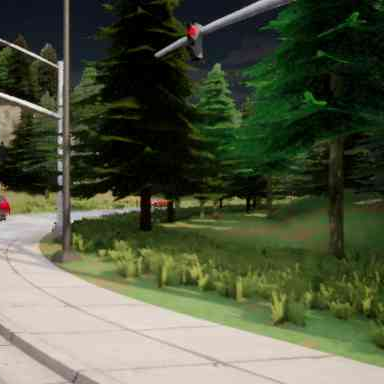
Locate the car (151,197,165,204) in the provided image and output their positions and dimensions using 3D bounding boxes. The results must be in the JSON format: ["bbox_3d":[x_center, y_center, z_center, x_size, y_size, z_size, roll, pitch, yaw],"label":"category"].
[{"bbox_3d":[-4.985,1.344,45.922,2.097,1.767,4.553,0,0,40],"label":"car"}]

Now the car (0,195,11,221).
[{"bbox_3d":[-15.944,1.213,24.487,2.150,2.045,5.566,0,0,9],"label":"car"}]
